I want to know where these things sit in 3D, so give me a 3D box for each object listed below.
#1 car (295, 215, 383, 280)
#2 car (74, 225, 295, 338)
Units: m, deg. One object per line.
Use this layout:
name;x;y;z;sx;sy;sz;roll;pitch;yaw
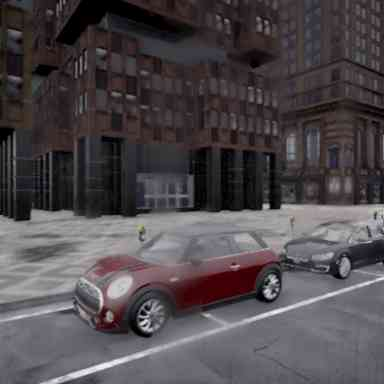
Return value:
car;4.481;1.542;9.844;4.403;1.369;2.008;0;0;-35
car;-0.142;1.437;6.547;4.097;1.590;1.967;0;0;-35
